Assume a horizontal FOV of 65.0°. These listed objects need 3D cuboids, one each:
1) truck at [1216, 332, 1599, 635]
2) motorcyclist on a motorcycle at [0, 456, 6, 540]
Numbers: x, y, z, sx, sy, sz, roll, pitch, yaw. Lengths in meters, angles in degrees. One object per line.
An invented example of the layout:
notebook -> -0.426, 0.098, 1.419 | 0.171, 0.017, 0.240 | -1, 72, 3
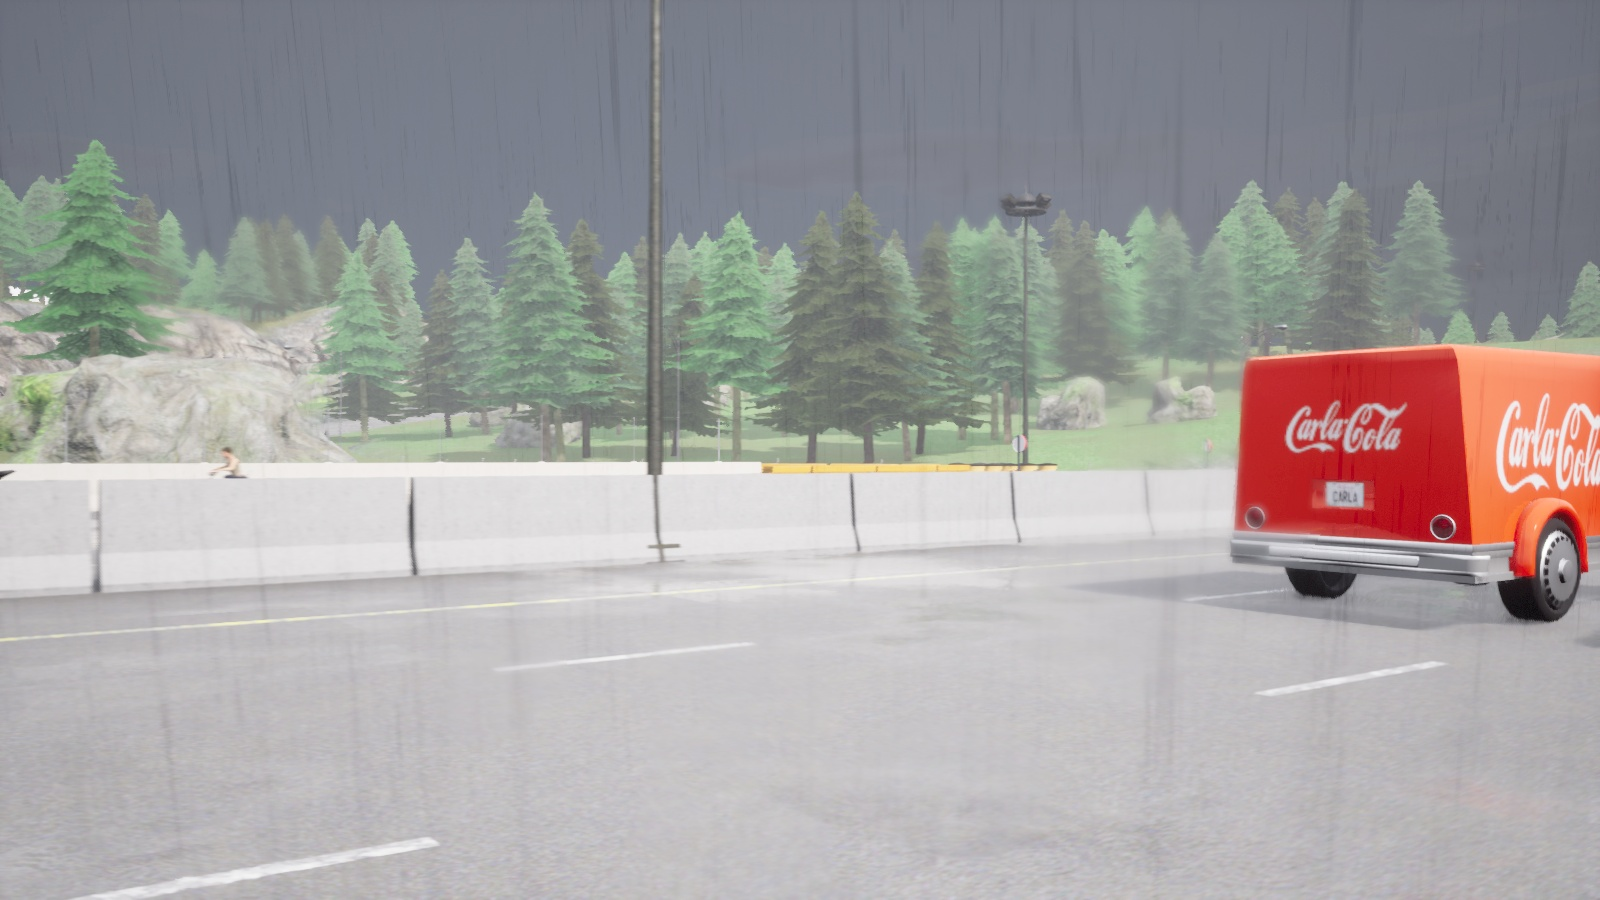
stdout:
truck -> 6.997, 0.275, 12.795 | 5.204, 2.467, 2.627 | 0, 0, -35
motorcyclist on a motorcycle -> -15.630, 0.868, 22.630 | 2.191, 1.530, 0.866 | 0, 0, -35
